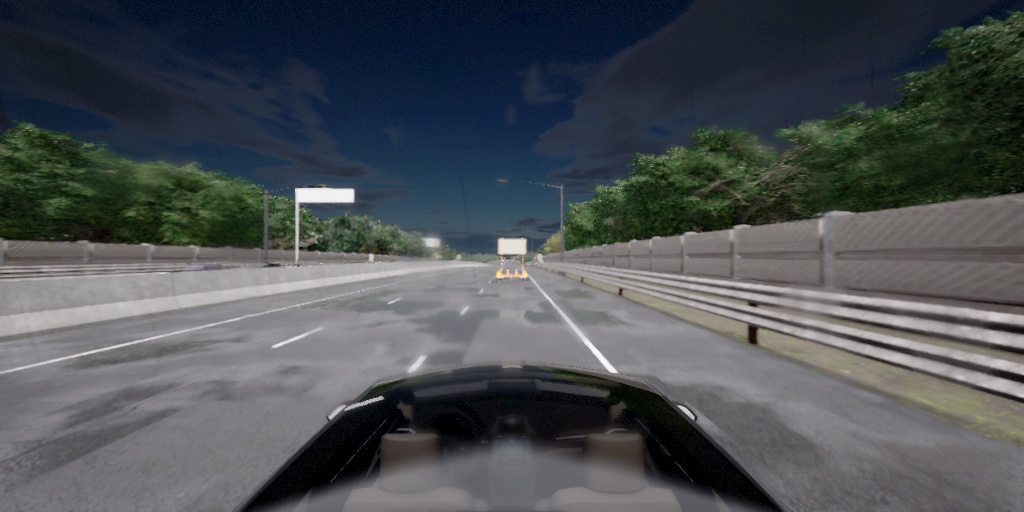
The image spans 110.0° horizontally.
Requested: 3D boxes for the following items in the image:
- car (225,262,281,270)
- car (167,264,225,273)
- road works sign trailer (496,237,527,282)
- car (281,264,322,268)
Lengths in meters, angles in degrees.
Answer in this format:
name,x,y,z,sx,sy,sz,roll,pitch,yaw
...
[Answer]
name,x,y,z,sx,sy,sz,roll,pitch,yaw
car,-21.071,1.307,30.196,1.837,1.490,4.892,0,0,0
car,-24.574,1.345,28.499,2.033,1.411,5.357,0,0,0
road works sign trailer,0.012,0.263,29.137,2.380,3.560,2.880,0,0,0
car,-17.566,1.373,31.180,1.994,1.385,4.181,0,0,0
